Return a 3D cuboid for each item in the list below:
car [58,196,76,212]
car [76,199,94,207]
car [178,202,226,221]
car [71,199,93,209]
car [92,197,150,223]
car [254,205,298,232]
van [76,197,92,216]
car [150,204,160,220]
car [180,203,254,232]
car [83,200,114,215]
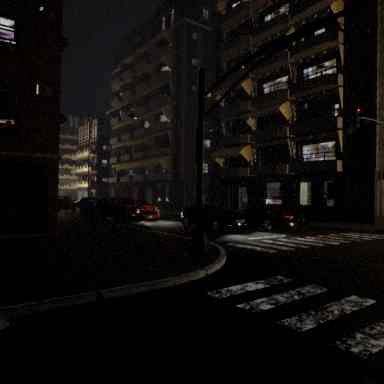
[{"bbox_3d":[-15.214,1.368,39.083,2.192,1.841,5.009,1,-1,-35],"label":"car"},{"bbox_3d":[-18.448,1.867,57.286,1.802,1.307,4.206,1,-1,-35],"label":"car"},{"bbox_3d":[0.777,1.686,30.118,1.752,1.417,4.829,1,-1,-35],"label":"car"},{"bbox_3d":[-16.780,1.772,50.668,1.994,1.385,4.181,1,-1,-35],"label":"car"},{"bbox_3d":[-5.552,1.310,25.429,2.192,1.841,5.009,1,-1,-35],"label":"car"},{"bbox_3d":[4.257,1.583,20.817,1.837,1.490,4.892,0,0,-36],"label":"car"},{"bbox_3d":[-8.774,1.354,29.980,1.690,1.788,3.998,1,-1,-35],"label":"van"},{"bbox_3d":[-4.549,1.404,28.285,2.097,1.767,4.553,1,-1,-35],"label":"car"},{"bbox_3d":[1.179,1.527,20.239,1.837,1.490,4.892,1,-1,-36],"label":"car"},{"bbox_3d":[-10.256,1.650,36.351,1.994,1.385,4.181,1,-1,-35],"label":"car"}]
